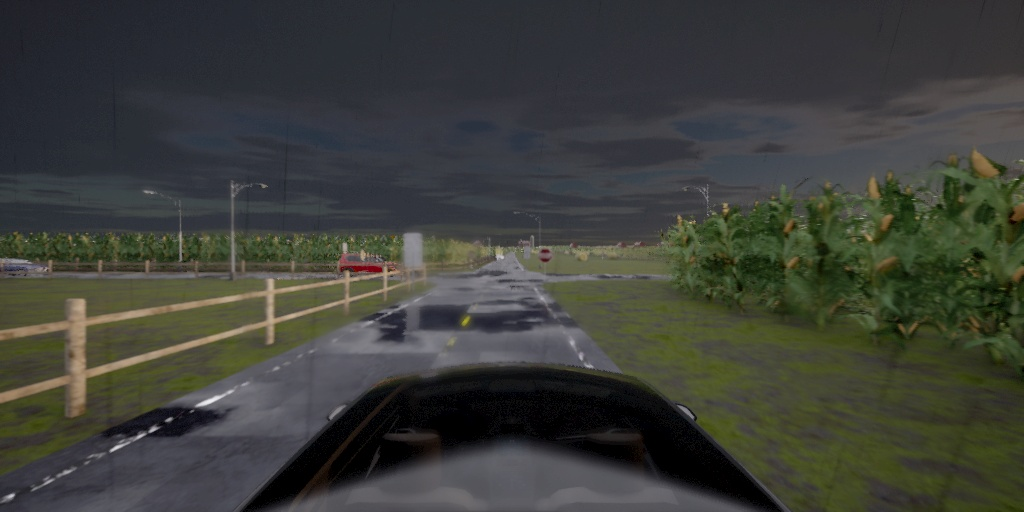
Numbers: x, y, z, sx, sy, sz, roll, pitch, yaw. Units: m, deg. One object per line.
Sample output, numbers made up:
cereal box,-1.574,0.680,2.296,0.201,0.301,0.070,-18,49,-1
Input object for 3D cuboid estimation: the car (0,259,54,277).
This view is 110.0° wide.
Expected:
car,-41.586,0.962,30.068,4.674,1.442,1.812,0,1,-1

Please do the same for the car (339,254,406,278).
car,-11.921,0.872,30.565,5.566,2.045,2.150,2,1,-1
